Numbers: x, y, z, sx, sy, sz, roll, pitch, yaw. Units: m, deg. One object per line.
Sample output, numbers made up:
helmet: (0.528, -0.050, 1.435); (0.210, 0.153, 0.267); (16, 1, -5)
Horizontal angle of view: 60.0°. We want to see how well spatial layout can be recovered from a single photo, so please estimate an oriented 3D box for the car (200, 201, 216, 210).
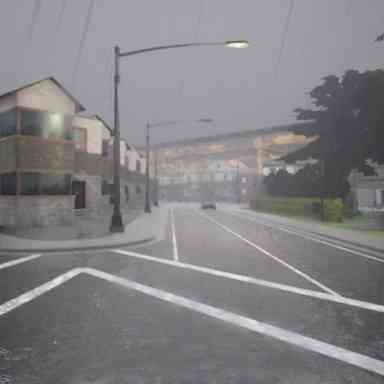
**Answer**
car: (2.261, 1.960, 48.840); (1.895, 1.301, 4.718); (0, 0, -4)
